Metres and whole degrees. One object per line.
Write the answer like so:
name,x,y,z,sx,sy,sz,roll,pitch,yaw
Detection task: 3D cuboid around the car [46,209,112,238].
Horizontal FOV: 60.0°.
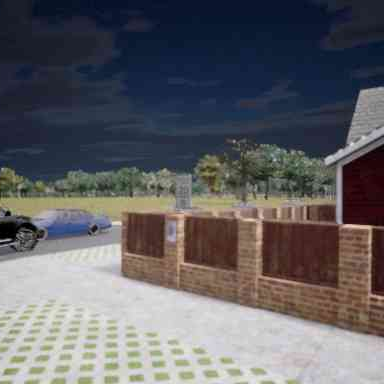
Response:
car,-6.609,1.577,16.937,2.033,1.411,5.357,0,-1,35

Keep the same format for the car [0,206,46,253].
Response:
car,-7.461,1.187,10.762,2.150,2.045,5.566,-2,-1,8

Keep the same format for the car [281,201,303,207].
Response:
car,13.679,1.918,45.538,2.128,1.511,4.902,0,-1,35

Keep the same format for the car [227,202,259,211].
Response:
car,5.203,1.756,33.661,2.128,1.511,4.902,0,-1,35

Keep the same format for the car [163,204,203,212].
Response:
car,-0.929,1.636,24.984,2.128,1.511,4.902,0,-1,35
